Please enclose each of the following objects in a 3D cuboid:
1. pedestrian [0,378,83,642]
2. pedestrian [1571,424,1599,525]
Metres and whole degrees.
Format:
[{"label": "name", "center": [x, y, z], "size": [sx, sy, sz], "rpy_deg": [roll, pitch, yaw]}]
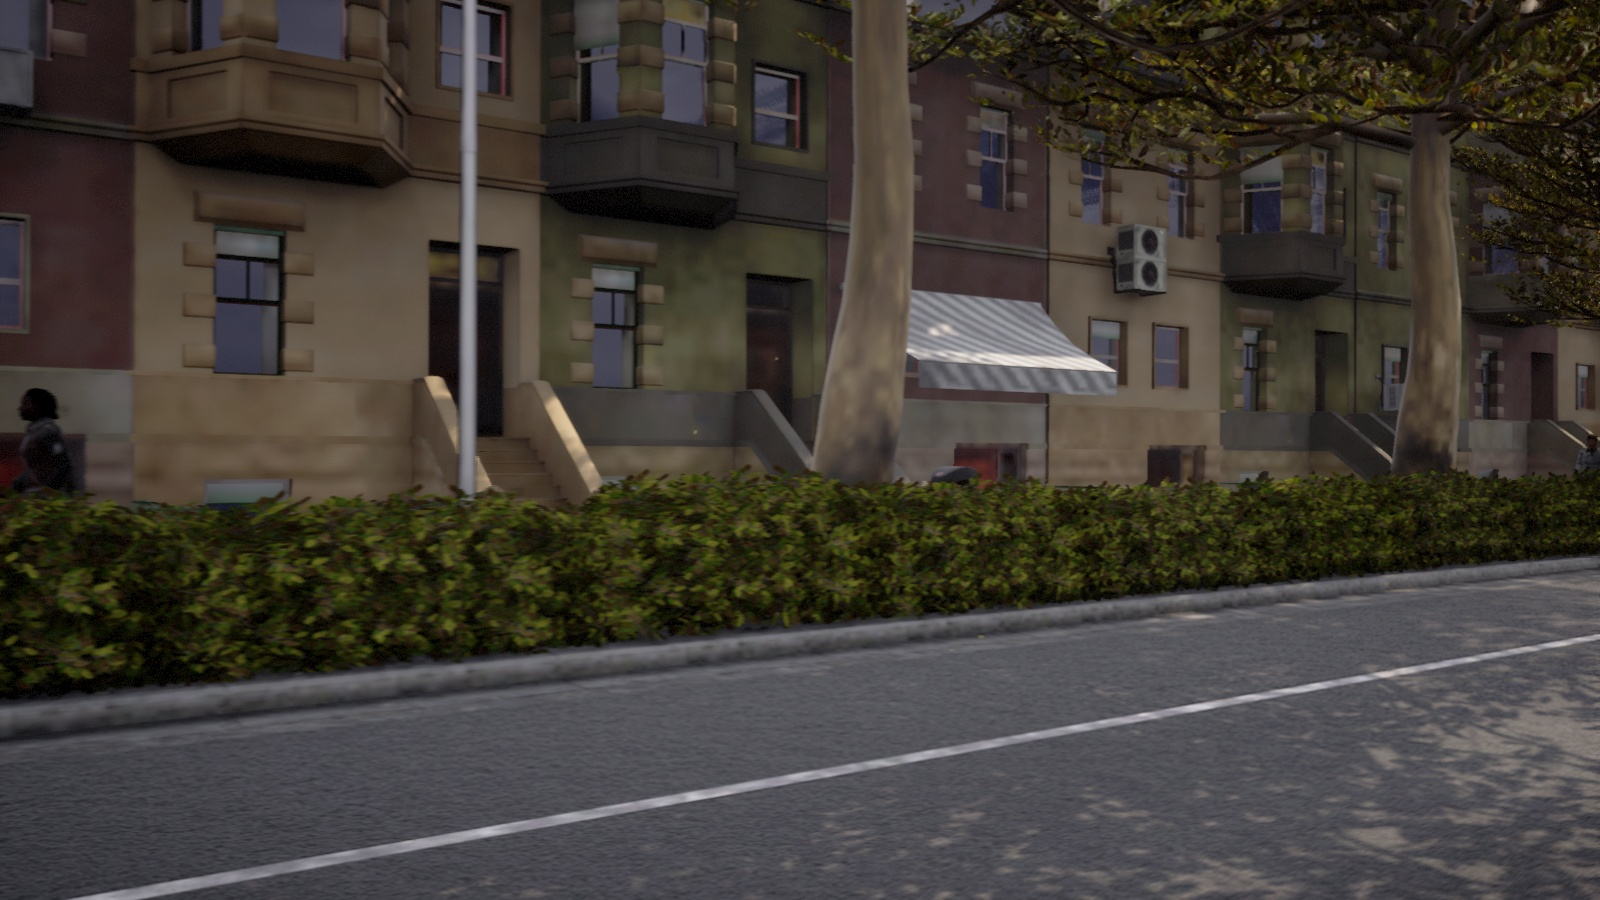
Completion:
[{"label": "pedestrian", "center": [-5.796, 0.438, 9.459], "size": [0.666, 1.930, 0.402], "rpy_deg": [0, 0, -33]}, {"label": "pedestrian", "center": [15.423, 0.471, 24.421], "size": [0.788, 1.949, 0.423], "rpy_deg": [0, 0, -34]}]
